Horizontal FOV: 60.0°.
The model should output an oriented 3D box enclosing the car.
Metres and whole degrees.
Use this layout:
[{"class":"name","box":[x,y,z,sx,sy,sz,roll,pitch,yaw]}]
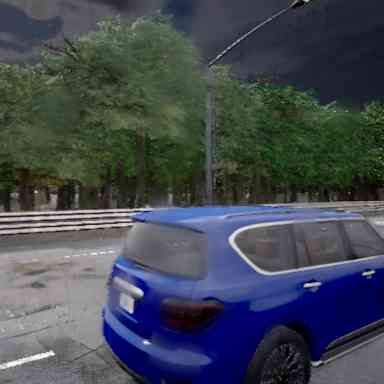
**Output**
[{"class":"car","box":[1.515,1.222,4.945,5.566,2.045,2.150,0,0,-35]}]
